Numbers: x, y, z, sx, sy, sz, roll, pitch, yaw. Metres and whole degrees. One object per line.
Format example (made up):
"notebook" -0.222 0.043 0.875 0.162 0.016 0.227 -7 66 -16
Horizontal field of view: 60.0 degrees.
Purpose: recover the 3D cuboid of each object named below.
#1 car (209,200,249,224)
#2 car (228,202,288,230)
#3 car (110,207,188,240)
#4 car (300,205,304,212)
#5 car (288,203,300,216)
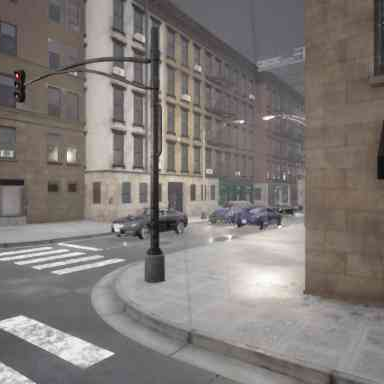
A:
"car" 3.190 1.476 25.349 2.097 1.767 4.553 0 0 36
"car" 4.536 1.639 22.184 1.812 1.442 4.674 0 0 36
"car" -2.149 1.568 17.830 2.128 1.511 4.902 0 0 35
"car" 14.823 1.832 41.612 1.895 1.301 4.718 0 0 36
"car" 8.910 1.777 33.360 1.895 1.301 4.718 0 0 35
